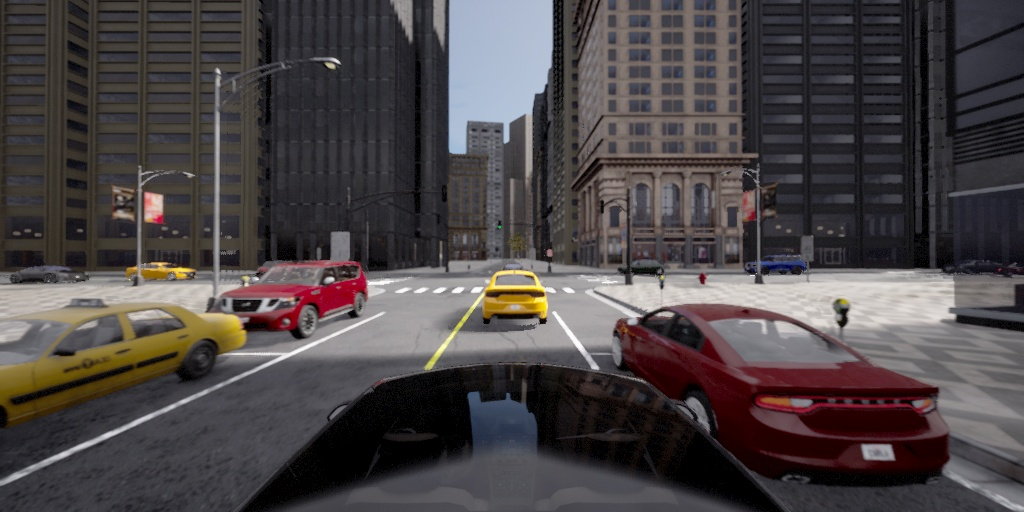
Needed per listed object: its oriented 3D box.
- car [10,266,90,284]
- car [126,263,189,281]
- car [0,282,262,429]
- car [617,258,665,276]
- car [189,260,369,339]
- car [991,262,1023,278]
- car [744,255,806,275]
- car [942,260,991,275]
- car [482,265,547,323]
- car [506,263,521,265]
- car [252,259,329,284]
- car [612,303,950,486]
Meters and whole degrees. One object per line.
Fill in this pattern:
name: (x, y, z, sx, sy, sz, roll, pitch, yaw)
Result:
car: (-35.187, 1.422, 27.385, 4.181, 1.385, 1.994, 0, 0, 0)
car: (-29.847, 1.341, 30.639, 5.008, 1.535, 1.882, 0, 0, 0)
car: (-5.859, 1.277, 4.672, 1.751, 1.417, 4.829, 0, 0, 0)
car: (13.340, 1.119, 37.401, 4.553, 1.767, 2.097, 0, 0, 0)
car: (-5.864, 1.070, 10.301, 2.192, 1.841, 5.009, 0, 0, 0)
car: (45.013, 1.240, 30.791, 4.718, 1.301, 1.895, 0, 0, 0)
car: (27.374, 0.950, 37.422, 5.566, 2.045, 2.150, -1, 0, 0)
car: (47.963, 1.180, 37.361, 4.902, 1.511, 2.128, 0, 0, 0)
car: (0.079, 1.234, 12.173, 1.882, 1.535, 5.008, 0, 0, 0)
car: (0.094, 1.293, 30.470, 2.033, 1.411, 5.357, 0, 0, 0)
car: (-16.816, 1.139, 27.405, 4.553, 1.767, 2.097, 0, 0, 0)
car: (2.666, 1.296, 4.846, 1.888, 1.381, 4.507, 0, 0, 0)
